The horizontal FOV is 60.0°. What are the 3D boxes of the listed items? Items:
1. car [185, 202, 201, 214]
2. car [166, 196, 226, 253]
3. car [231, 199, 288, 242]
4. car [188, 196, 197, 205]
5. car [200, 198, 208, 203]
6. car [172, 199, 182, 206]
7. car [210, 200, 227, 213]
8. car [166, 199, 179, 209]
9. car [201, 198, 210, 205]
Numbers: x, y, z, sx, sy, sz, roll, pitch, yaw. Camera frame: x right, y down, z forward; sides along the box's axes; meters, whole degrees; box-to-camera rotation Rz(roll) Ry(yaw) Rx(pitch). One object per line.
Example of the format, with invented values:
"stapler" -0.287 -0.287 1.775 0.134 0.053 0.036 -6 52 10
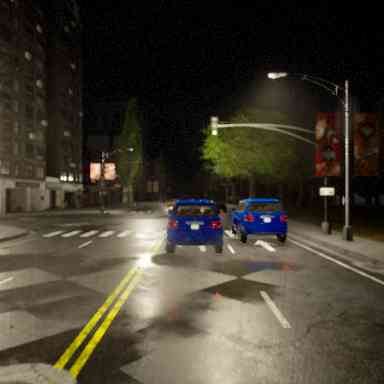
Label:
"car" 0.114 1.976 42.504 1.895 1.301 4.718 0 0 0
"car" 0.105 1.351 14.437 2.150 2.045 5.566 0 0 0
"car" 3.353 1.377 17.462 2.150 2.045 5.566 0 -1 0
"car" 0.028 1.956 80.403 2.150 2.045 5.566 0 -1 0
"car" 3.281 2.285 90.791 1.994 1.385 4.181 0 -1 0
"car" -3.226 2.190 71.758 2.033 1.411 5.357 0 -1 0
"car" 3.364 1.884 42.934 1.837 1.490 4.892 0 -1 0
"car" -3.284 1.974 56.122 1.882 1.535 5.008 0 -1 0
"car" 3.278 2.270 80.751 1.812 1.442 4.674 0 -1 0
